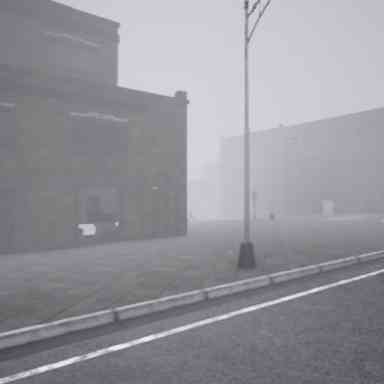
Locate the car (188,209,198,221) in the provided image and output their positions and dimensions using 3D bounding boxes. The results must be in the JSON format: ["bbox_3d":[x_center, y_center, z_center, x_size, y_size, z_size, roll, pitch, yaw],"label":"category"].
[{"bbox_3d":[-1.506,3.261,48.341,2.150,2.045,5.566,0,-5,-36],"label":"car"}]
